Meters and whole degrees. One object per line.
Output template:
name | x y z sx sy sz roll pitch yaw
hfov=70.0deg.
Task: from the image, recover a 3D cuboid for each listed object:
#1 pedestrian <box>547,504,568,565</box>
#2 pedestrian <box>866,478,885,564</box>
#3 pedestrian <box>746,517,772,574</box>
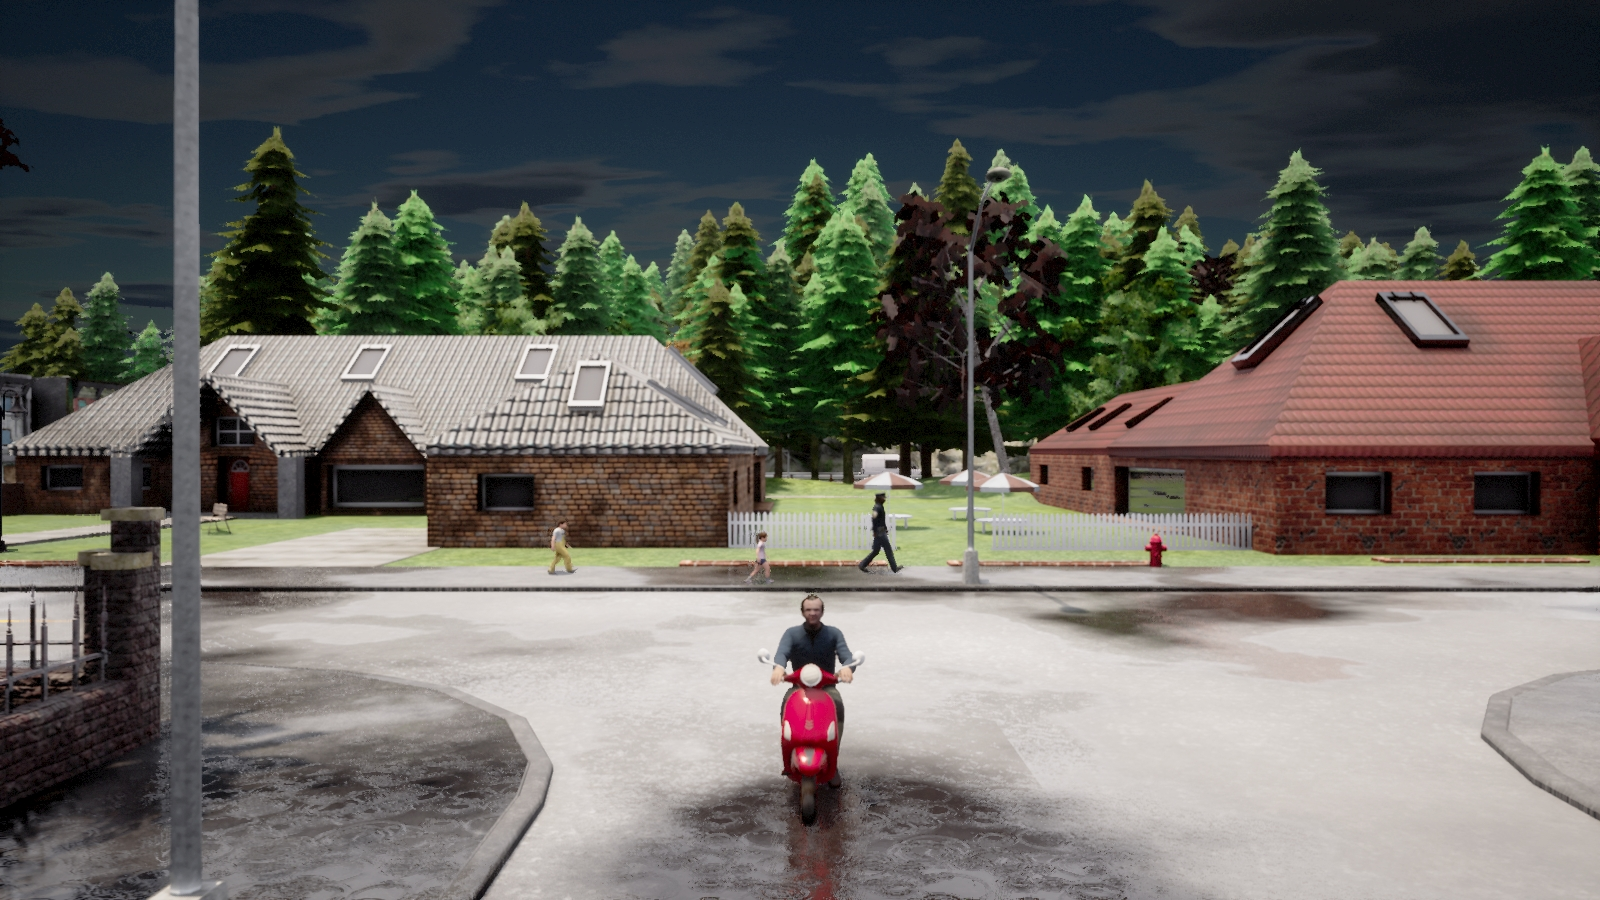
pedestrian | -5.304 1.838 24.976 0.375 1.300 0.375 0 0 2
pedestrian | 1.658 1.558 25.114 0.375 1.860 0.375 0 0 10
pedestrian | -0.837 1.936 23.216 0.500 1.100 0.500 0 0 -4
